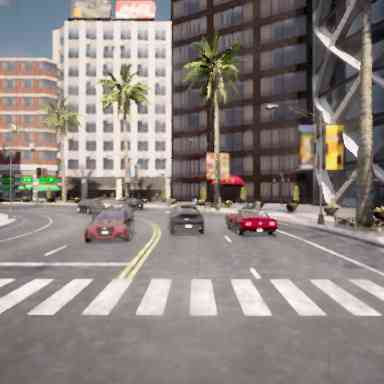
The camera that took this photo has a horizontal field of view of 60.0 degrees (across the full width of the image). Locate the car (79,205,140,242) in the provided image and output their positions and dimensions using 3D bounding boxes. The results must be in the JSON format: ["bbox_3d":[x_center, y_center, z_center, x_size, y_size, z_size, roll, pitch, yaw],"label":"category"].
[{"bbox_3d":[-3.915,1.575,16.446,1.994,1.385,4.181,0,0,-4],"label":"car"}]

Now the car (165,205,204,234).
[{"bbox_3d":[-0.455,1.518,19.536,1.837,1.490,4.892,0,0,-7],"label":"car"}]

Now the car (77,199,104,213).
[{"bbox_3d":[-10.611,1.529,35.078,1.837,1.490,4.892,0,0,-38],"label":"car"}]

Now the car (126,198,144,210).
[{"bbox_3d":[-8.050,1.555,42.945,1.812,1.442,4.674,0,0,-43],"label":"car"}]

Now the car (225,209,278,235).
[{"bbox_3d":[3.167,1.614,18.806,1.895,1.301,4.718,0,0,-6],"label":"car"}]

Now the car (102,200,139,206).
[{"bbox_3d":[-5.722,1.582,26.154,1.994,1.385,4.181,0,0,-19],"label":"car"}]
